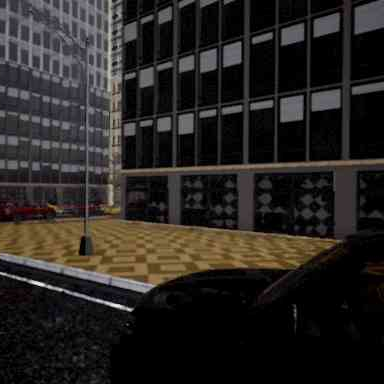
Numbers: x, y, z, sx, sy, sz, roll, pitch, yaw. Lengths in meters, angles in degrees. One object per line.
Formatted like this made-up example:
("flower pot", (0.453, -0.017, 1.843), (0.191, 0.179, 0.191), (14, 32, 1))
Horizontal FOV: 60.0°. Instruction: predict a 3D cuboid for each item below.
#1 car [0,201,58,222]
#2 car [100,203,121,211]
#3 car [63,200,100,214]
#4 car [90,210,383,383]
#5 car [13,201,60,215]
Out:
("car", (-14.943, 1.690, 30.178), (2.192, 1.841, 5.009), (0, 0, 37))
("car", (-8.123, 2.000, 39.373), (1.752, 1.417, 4.829), (0, 0, 37))
("car", (-13.751, 1.752, 41.484), (2.097, 1.767, 4.553), (1, 0, 37))
("car", (1.876, 1.220, 2.342), (5.566, 2.045, 2.150), (0, 0, 36))
("car", (-18.418, 1.861, 39.560), (1.752, 1.417, 4.829), (0, 0, 37))
